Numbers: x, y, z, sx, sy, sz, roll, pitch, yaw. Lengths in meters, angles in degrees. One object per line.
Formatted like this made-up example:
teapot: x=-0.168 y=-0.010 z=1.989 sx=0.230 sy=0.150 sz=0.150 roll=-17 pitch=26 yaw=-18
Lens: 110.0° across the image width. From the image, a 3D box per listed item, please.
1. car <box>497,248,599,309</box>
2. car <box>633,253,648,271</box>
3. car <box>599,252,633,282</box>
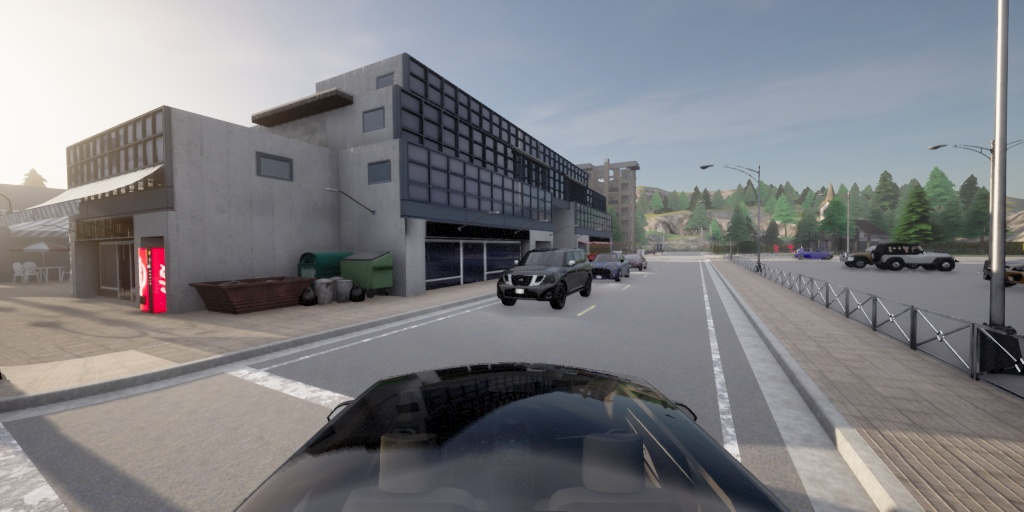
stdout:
car: x=1.514 y=0.705 z=13.909 sx=2.150 sy=2.045 sz=5.566 roll=0 pitch=1 yaw=27
car: x=10.754 y=0.495 z=31.724 sx=1.812 sy=1.442 sz=4.674 roll=0 pitch=1 yaw=28
car: x=6.041 y=0.583 z=22.642 sx=2.097 sy=1.767 sz=4.553 roll=0 pitch=1 yaw=27
